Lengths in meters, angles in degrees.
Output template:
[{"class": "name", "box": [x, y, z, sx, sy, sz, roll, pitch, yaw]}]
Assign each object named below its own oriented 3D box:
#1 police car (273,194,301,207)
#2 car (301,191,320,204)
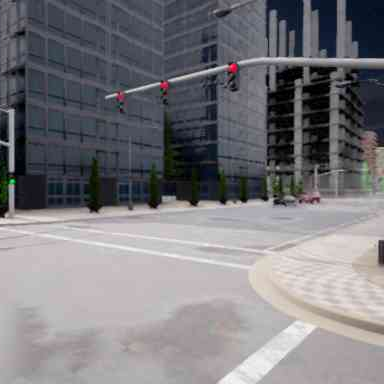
[{"class": "police car", "box": [12.551, 1.109, 44.981, 1.930, 1.638, 5.238, 0, 0, 38]}, {"class": "car", "box": [18.708, 0.869, 52.961, 2.150, 2.045, 5.566, 0, 0, 38]}]
